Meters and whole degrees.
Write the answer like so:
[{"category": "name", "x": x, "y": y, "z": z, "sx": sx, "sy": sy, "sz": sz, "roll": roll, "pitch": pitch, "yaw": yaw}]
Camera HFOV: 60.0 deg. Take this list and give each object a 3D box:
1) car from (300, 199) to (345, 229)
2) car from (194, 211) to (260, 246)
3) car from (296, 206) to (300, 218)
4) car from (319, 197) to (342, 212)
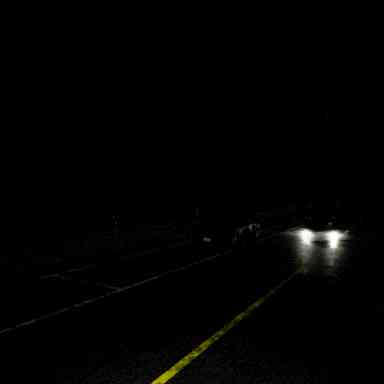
[{"category": "car", "x": 8.911, "y": 1.479, "z": 22.080, "sx": 1.882, "sy": 1.535, "sz": 5.008, "roll": 0, "pitch": 0, "yaw": 32}, {"category": "car", "x": 1.756, "y": 1.566, "z": 15.359, "sx": 1.947, "sy": 1.339, "sz": 4.313, "roll": 0, "pitch": 0, "yaw": 32}, {"category": "car", "x": 10.446, "y": 1.583, "z": 29.474, "sx": 1.802, "sy": 1.307, "sz": 4.206, "roll": 0, "pitch": 0, "yaw": 32}, {"category": "car", "x": 16.239, "y": 1.442, "z": 38.884, "sx": 1.967, "sy": 1.590, "sz": 4.097, "roll": 0, "pitch": 0, "yaw": 32}]
